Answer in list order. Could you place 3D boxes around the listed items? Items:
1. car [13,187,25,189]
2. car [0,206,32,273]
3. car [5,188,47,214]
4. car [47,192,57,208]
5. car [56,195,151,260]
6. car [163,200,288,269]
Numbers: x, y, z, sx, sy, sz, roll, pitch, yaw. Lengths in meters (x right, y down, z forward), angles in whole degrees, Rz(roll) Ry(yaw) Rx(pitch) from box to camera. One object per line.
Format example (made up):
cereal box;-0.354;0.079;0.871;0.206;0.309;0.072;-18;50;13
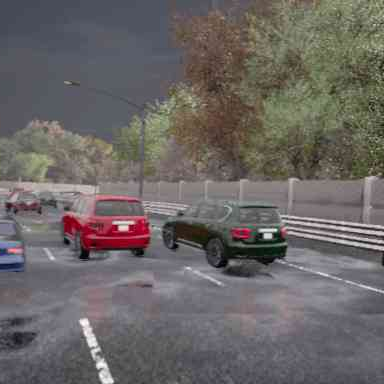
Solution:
car;-27.282;0.265;52.351;2.150;2.045;5.566;2;0;-27
car;-5.791;1.339;9.483;2.033;1.411;5.357;2;0;-29
car;-14.002;0.864;27.543;2.097;1.767;4.553;2;0;-38
car;-16.470;0.791;36.615;2.097;1.767;4.553;2;0;-38
car;-3.352;1.122;12.255;2.150;2.045;5.566;3;0;-29
car;0.887;1.295;11.810;2.150;2.045;5.566;3;0;-28
